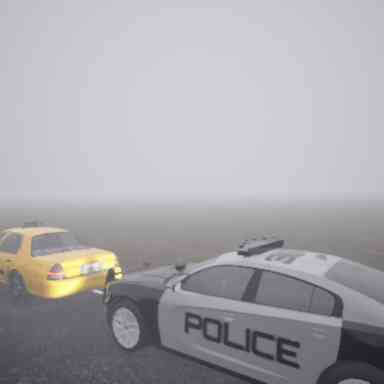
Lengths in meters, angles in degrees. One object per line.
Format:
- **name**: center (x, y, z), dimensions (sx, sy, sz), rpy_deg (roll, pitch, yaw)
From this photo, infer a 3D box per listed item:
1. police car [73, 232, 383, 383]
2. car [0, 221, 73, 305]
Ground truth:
- **police car**: center (0.805, 1.465, 4.584), dimensions (5.238, 1.638, 1.930), rpy_deg (0, -1, 36)
- **car**: center (-4.065, 1.498, 8.190), dimensions (5.366, 1.575, 1.801), rpy_deg (0, -1, 37)
